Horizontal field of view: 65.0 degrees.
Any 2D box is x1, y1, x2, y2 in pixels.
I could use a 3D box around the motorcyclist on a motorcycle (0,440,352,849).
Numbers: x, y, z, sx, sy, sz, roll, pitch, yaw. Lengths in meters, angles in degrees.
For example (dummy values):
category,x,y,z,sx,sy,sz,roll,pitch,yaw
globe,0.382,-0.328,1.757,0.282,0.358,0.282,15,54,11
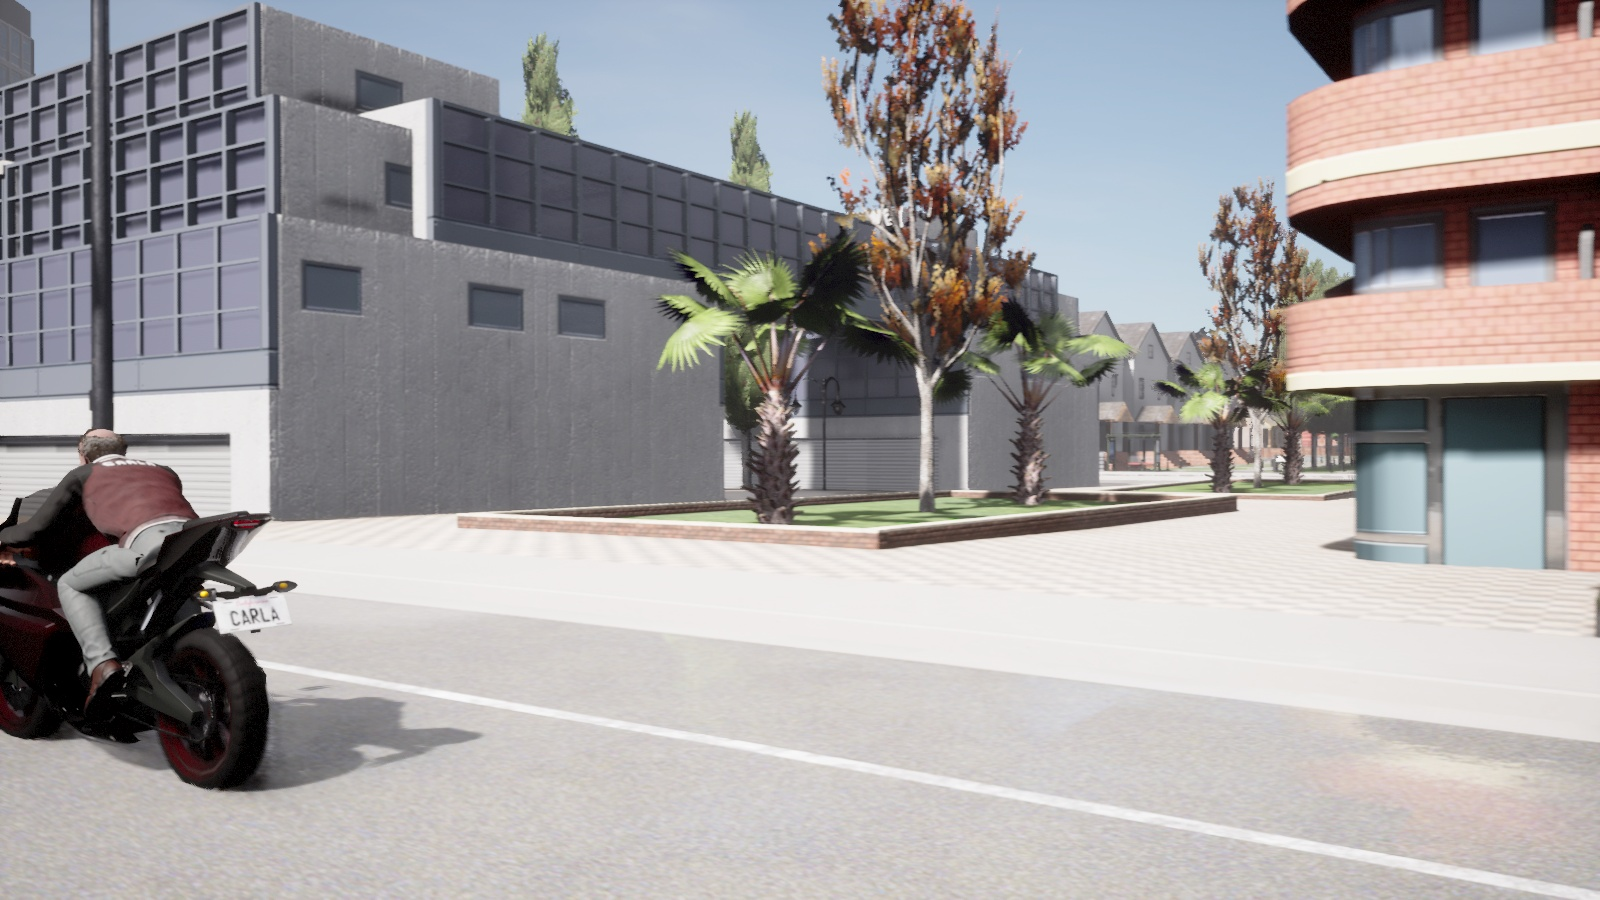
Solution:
category,x,y,z,sx,sy,sz,roll,pitch,yaw
motorcyclist on a motorcycle,-3.108,0.739,5.690,2.191,1.530,0.866,-1,1,34
